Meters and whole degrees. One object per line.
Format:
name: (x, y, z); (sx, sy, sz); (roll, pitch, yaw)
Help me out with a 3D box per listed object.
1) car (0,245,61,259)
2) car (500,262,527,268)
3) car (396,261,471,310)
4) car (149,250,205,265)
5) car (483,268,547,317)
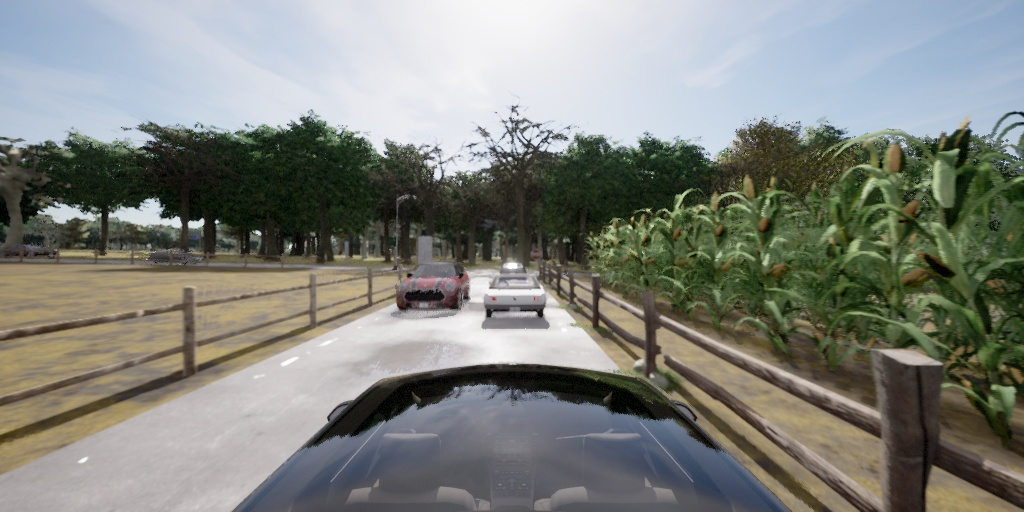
car: (-51.833, -0.498, 38.292); (5.357, 1.411, 2.033); (1, 0, 0)
car: (0.093, 1.097, 25.532); (2.033, 1.411, 5.357); (0, 0, 1)
car: (-2.855, 0.999, 13.882); (2.097, 1.767, 4.553); (0, 0, 0)
car: (-35.586, 0.124, 38.187); (4.902, 1.511, 2.128); (1, 0, 0)
car: (0.085, 1.258, 12.651); (1.895, 1.301, 4.718); (0, 0, 0)
